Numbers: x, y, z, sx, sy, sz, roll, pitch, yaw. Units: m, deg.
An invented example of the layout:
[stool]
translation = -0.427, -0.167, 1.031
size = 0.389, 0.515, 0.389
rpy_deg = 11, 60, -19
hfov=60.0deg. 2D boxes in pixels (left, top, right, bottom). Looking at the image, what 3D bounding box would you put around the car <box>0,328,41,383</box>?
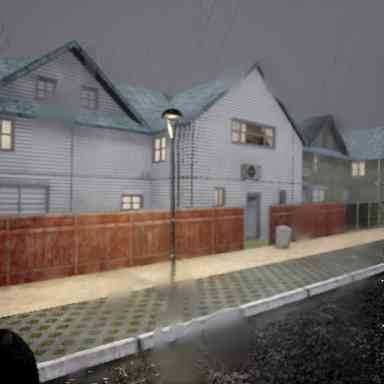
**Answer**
[car]
translation = -3.088, 1.487, 0.948
size = 5.008, 1.535, 1.882
rpy_deg = 0, 0, -35
